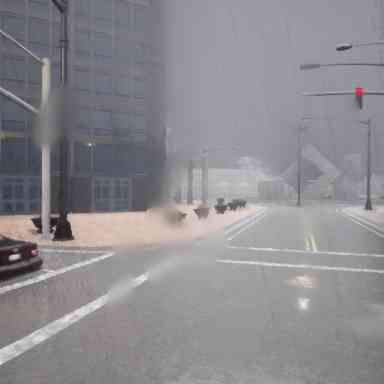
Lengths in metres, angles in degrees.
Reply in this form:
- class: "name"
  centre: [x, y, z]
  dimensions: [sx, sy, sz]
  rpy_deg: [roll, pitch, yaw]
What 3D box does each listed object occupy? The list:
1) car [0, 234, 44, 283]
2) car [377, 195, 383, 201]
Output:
- class: "car"
  centre: [-6.352, 1.513, 8.193]
  dimensions: [5.357, 1.411, 2.033]
  rpy_deg: [0, 0, 17]
- class: "car"
  centre: [48.452, 1.405, 82.492]
  dimensions: [1.837, 1.490, 4.892]
  rpy_deg: [0, 0, -27]
